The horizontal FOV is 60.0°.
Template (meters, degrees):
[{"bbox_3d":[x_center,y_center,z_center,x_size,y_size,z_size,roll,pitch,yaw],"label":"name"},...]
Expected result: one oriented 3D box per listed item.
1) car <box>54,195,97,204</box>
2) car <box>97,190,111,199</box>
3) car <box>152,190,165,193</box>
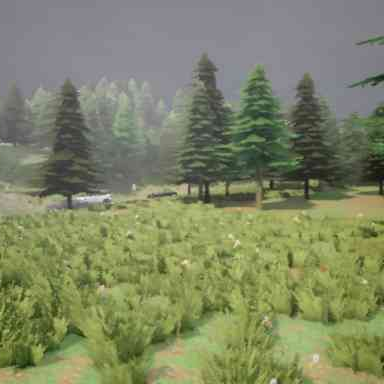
[{"bbox_3d":[-14.606,1.631,39.572,2.033,1.411,5.357,-1,5,45],"label":"car"},{"bbox_3d":[-13.654,0.920,45.166,2.150,2.045,5.566,-1,4,45],"label":"car"},{"bbox_3d":[-4.575,0.423,49.768,4.718,1.301,1.895,-7,5,-44],"label":"car"}]
